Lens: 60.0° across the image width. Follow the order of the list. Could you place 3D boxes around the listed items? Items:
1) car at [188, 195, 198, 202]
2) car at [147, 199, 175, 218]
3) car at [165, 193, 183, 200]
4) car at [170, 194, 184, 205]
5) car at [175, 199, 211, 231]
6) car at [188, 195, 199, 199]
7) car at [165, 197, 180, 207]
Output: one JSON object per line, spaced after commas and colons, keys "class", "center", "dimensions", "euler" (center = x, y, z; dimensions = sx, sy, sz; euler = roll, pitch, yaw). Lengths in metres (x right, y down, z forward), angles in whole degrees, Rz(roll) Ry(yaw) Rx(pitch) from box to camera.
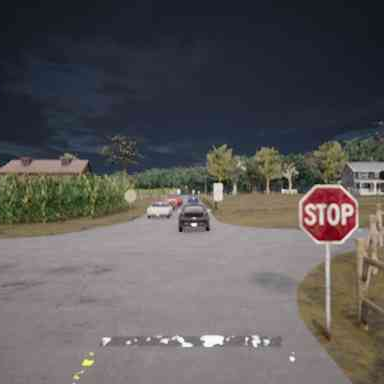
{"class": "car", "center": [0.198, 1.446, 71.952], "dimensions": [1.994, 1.385, 4.181], "euler": [0, 0, 0]}
{"class": "car", "center": [-2.775, 1.561, 29.215], "dimensions": [1.895, 1.301, 4.718], "euler": [0, 0, 0]}
{"class": "car", "center": [-2.700, 1.149, 48.584], "dimensions": [2.150, 2.045, 5.566], "euler": [0, 0, 0]}
{"class": "car", "center": [-2.610, 1.265, 58.525], "dimensions": [2.097, 1.767, 4.553], "euler": [0, 0, 1]}
{"class": "car", "center": [0.128, 1.534, 21.392], "dimensions": [1.837, 1.490, 4.892], "euler": [-1, 2, 0]}
{"class": "car", "center": [0.249, 1.260, 61.714], "dimensions": [2.097, 1.767, 4.553], "euler": [0, 0, 0]}
{"class": "car", "center": [-2.739, 1.544, 38.805], "dimensions": [1.895, 1.301, 4.718], "euler": [0, 0, 0]}
